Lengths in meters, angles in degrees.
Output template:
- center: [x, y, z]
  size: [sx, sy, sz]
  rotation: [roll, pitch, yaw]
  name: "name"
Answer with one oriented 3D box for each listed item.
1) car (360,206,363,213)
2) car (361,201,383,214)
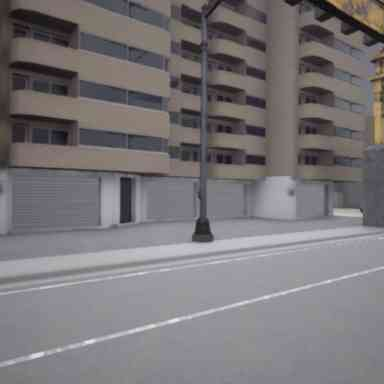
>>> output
- center: [20.072, 1.798, 34.852]
  size: [2.038, 1.542, 4.974]
  rotation: [1, 0, -10]
  name: "car"
- center: [20.063, 1.641, 34.904]
  size: [1.853, 1.218, 4.536]
  rotation: [1, 0, -10]
  name: "car"
